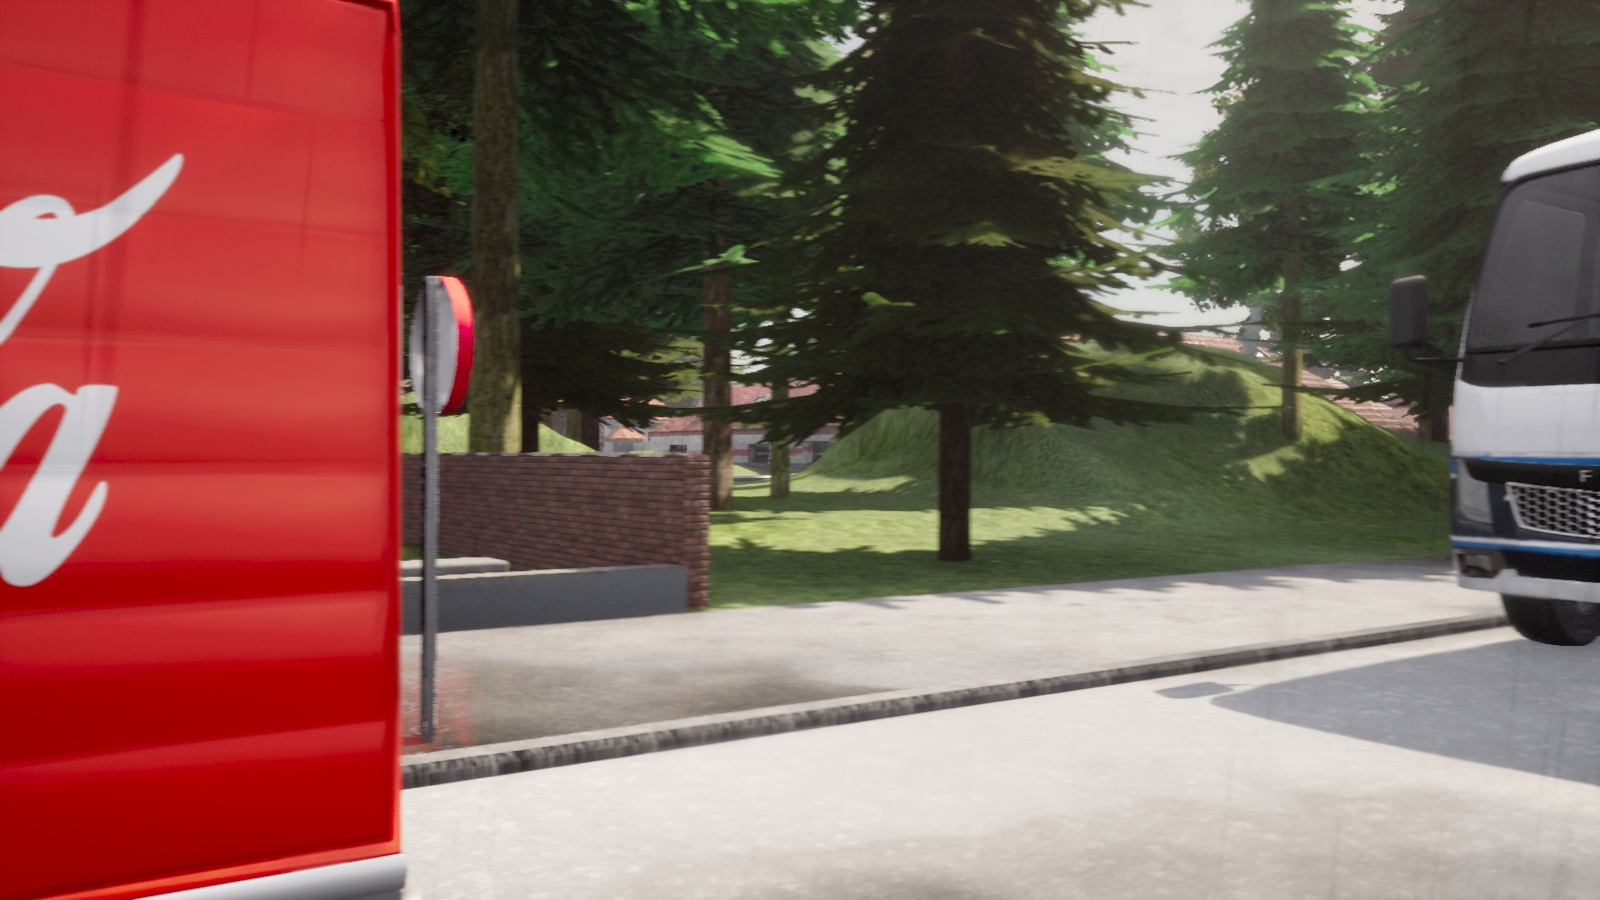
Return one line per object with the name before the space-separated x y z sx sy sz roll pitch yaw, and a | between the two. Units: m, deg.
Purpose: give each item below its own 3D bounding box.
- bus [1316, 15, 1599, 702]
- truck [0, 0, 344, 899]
bus | 9.191 -0.577 10.669 10.273 4.253 3.944 0 0 -35
truck | -3.661 0.262 1.722 5.204 2.467 2.627 0 0 -35
